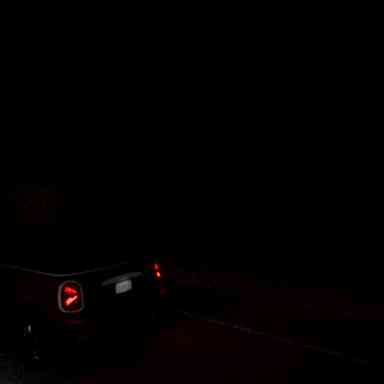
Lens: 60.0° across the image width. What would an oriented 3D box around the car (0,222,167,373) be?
[{"bbox_3d":[-2.670,1.320,5.861,4.553,1.767,2.097,0,0,36],"label":"car"}]
